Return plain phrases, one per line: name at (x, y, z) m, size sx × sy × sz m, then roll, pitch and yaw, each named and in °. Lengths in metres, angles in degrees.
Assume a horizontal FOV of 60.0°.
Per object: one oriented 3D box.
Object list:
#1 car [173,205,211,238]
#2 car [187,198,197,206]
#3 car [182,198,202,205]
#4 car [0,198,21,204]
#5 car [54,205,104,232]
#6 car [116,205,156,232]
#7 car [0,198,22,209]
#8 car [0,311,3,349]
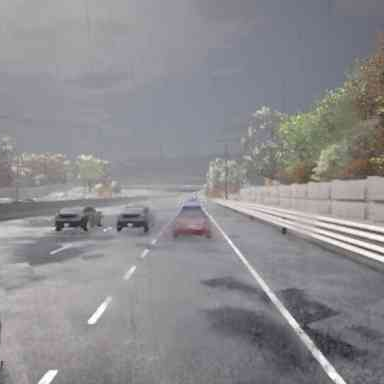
car at (-0.001, 1.631, 18.074) m, size 1.994 × 1.385 × 4.181 m, roll 0°, pitch 0°, yaw 0°
car at (0.000, 1.817, 63.055) m, size 1.837 × 1.490 × 4.892 m, roll 0°, pitch 0°, yaw 0°
car at (-0.001, 1.612, 32.398) m, size 1.882 × 1.535 × 5.008 m, roll 0°, pitch 0°, yaw 0°
car at (-21.067, 1.641, 37.915) m, size 1.882 × 1.535 × 5.008 m, roll 0°, pitch 0°, yaw 0°
car at (-6.900, 1.583, 20.723) m, size 1.837 × 1.490 × 4.892 m, roll 0°, pitch 0°, yaw 0°
car at (-3.399, 1.583, 20.722) m, size 1.837 × 1.490 × 4.892 m, roll 0°, pitch 0°, yaw 0°
car at (-28.043, 1.729, 50.333) m, size 2.128 × 1.511 × 4.902 m, roll 0°, pitch 0°, yaw 1°
car at (-3.400, 1.500, 2.419) m, size 2.128 × 1.511 × 4.902 m, roll 0°, pitch 0°, yaw 0°
